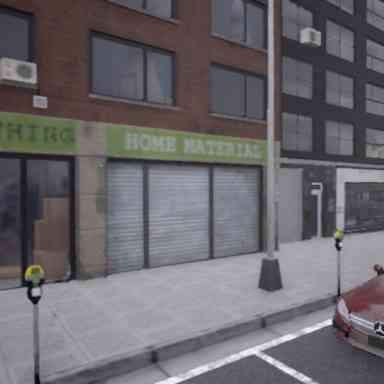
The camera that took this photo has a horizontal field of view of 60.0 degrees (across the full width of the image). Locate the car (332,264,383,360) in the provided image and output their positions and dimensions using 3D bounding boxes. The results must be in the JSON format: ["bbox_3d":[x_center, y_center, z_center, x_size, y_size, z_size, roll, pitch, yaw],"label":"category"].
[{"bbox_3d":[3.942,1.558,5.124,4.206,1.307,1.802,0,0,-34],"label":"car"}]
